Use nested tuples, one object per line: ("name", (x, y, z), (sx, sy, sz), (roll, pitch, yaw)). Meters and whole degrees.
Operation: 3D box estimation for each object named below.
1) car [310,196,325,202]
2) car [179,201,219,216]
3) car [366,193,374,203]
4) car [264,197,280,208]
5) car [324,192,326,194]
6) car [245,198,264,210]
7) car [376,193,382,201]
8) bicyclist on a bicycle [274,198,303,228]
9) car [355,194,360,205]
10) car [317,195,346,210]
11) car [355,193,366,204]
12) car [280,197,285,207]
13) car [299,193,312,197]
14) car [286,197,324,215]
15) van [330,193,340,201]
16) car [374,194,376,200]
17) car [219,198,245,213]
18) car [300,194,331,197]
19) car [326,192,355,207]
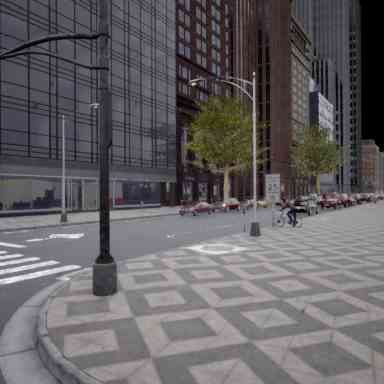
("car", (26.061, 1.419, 68.864), (1.947, 1.339, 4.313), (0, 0, 35))
("car", (0.489, 1.524, 31.694), (1.802, 1.307, 4.206), (0, 0, 35))
("car", (33.077, 1.100, 64.024), (2.192, 1.841, 5.009), (0, 0, 35))
("car", (9.981, 1.426, 45.492), (1.752, 1.417, 4.829), (0, 0, 35))
("car", (22.214, 1.052, 52.768), (2.150, 2.045, 5.566), (-1, 0, 35))
("car", (6.882, 1.495, 40.986), (1.802, 1.307, 4.206), (0, 0, 35))
("car", (42.665, 1.359, 77.959), (1.802, 1.307, 4.206), (-1, 0, 35))
("bicyclist on a bicycle", (5.277, 1.177, 18.388), (1.656, 1.620, 0.582), (-1, 0, 35))
("car", (23.490, 1.378, 50.086), (1.947, 1.339, 4.313), (0, 0, 35))
("car", (17.097, 1.377, 40.796), (1.887, 1.381, 4.507), (0, 0, 35))
("car", (26.684, 1.118, 54.733), (2.192, 1.841, 5.009), (0, 0, 35))
("car", (13.274, 1.456, 50.279), (1.947, 1.339, 4.313), (0, 0, 35))
("car", (19.667, 1.416, 59.571), (1.887, 1.381, 4.507), (0, 0, 35))
("car", (10.706, 1.424, 31.504), (1.947, 1.339, 4.313), (0, 0, 35))
("van", (35.647, 1.186, 82.803), (1.690, 1.788, 3.998), (-1, 0, 35))
("car", (36.370, 1.303, 68.809), (1.752, 1.417, 4.829), (-1, 0, 35))
("car", (3.684, 1.367, 36.340), (1.967, 1.590, 4.097), (0, 0, 35))
("car", (16.527, 1.340, 44.502), (2.128, 1.511, 4.902), (-1, 0, 35))
("car", (20.293, 1.137, 45.442), (2.192, 1.841, 5.009), (0, 0, 35))
